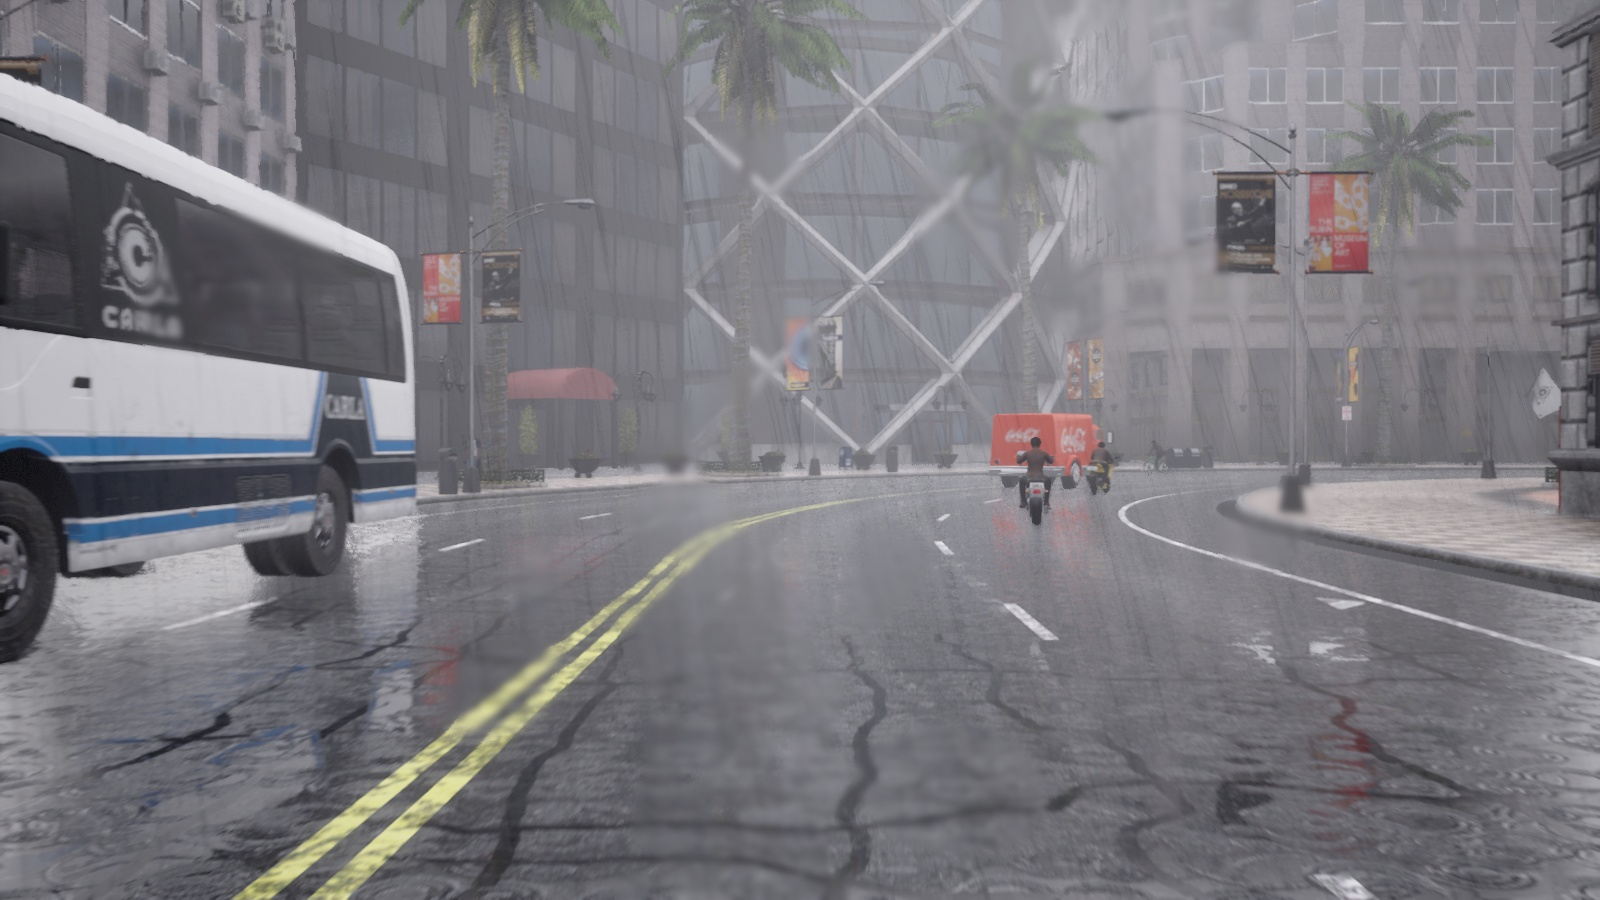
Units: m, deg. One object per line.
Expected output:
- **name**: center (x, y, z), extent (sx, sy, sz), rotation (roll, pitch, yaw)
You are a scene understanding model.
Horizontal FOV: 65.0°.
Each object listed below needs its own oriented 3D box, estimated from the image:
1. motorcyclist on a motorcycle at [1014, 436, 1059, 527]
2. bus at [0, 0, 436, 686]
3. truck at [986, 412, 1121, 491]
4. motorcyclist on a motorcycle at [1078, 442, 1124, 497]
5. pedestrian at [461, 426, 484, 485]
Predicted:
- **motorcyclist on a motorcycle**: center (4.469, 0.566, 23.847), extent (0.766, 1.649, 2.350), rotation (0, 0, 9)
- **bus**: center (-6.823, -0.700, 11.335), extent (3.944, 4.253, 10.273), rotation (0, 0, 1)
- **truck**: center (8.618, 0.029, 42.359), extent (2.627, 2.467, 5.204), rotation (0, 0, 34)
- **motorcyclist on a motorcycle**: center (8.554, 0.535, 35.662), extent (0.797, 1.523, 2.044), rotation (1, 1, 27)
- **pedestrian**: center (-10.434, 0.169, 40.012), extent (0.354, 1.836, 0.706), rotation (0, 0, 25)
